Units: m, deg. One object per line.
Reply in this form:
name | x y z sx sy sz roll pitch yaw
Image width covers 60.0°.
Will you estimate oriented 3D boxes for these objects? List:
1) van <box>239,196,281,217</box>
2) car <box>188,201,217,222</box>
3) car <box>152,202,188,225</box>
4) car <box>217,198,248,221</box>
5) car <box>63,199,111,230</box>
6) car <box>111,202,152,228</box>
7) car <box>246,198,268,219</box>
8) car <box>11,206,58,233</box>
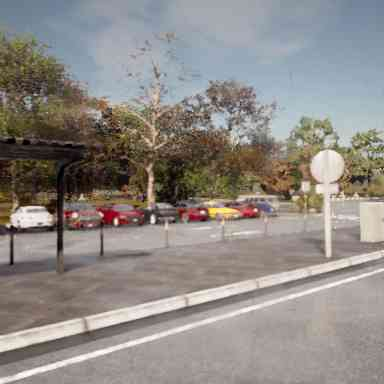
van | 6.298 1.319 31.109 1.878 1.987 4.442 0 0 -36
car | -0.556 1.555 26.380 2.163 1.488 4.792 0 0 -36
car | -2.792 1.521 24.737 2.231 1.521 4.892 0 0 -36
car | 1.825 1.529 27.821 1.946 1.575 5.366 0 0 -36
car | -7.326 1.383 21.535 2.185 1.767 4.553 0 0 -36
car | -5.055 1.514 23.130 2.097 1.535 5.008 0 0 -36
car | 3.957 1.568 29.613 2.163 1.488 4.792 0 0 -36
car | -9.564 1.543 19.892 2.002 1.452 4.674 0 0 -36
